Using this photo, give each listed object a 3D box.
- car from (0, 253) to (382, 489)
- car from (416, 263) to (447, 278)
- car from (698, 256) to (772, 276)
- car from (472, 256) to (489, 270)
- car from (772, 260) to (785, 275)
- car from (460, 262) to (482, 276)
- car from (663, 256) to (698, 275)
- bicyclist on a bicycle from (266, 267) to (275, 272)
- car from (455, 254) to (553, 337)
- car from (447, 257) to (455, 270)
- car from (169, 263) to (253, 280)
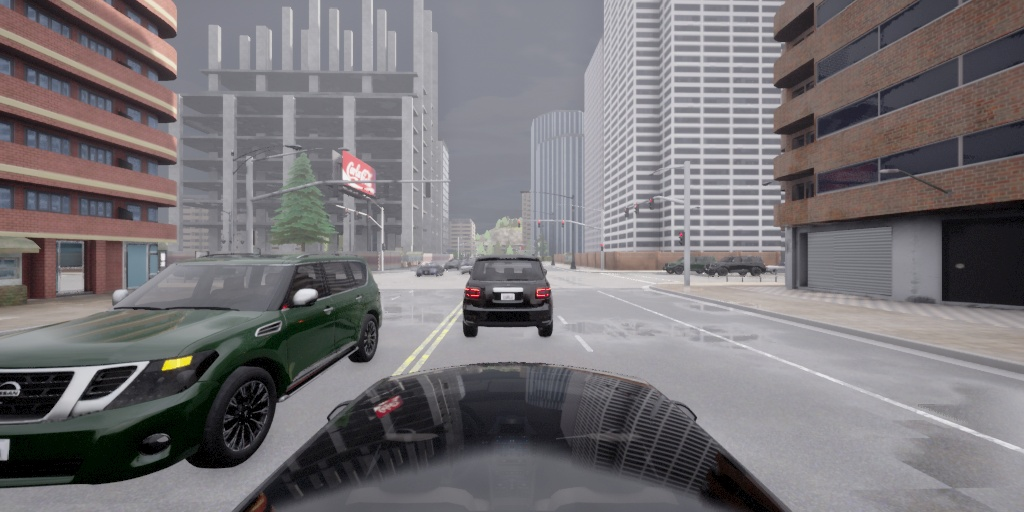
[{"bbox_3d":[-3.674,0.971,5.207,2.150,2.045,5.566,0,0,-2],"label":"car"},{"bbox_3d":[-7.735,1.314,34.133,1.994,1.385,4.181,0,0,-1],"label":"car"},{"bbox_3d":[22.015,0.971,35.561,5.566,2.045,2.150,0,0,-2],"label":"car"},{"bbox_3d":[-4.626,0.969,53.449,2.150,2.045,5.566,0,0,-2],"label":"car"},{"bbox_3d":[29.536,1.351,39.239,4.718,1.301,1.895,0,0,-1],"label":"car"},{"bbox_3d":[-4.319,1.351,38.353,1.895,1.301,4.718,0,0,-1],"label":"car"},{"bbox_3d":[19.406,0.972,38.992,5.566,2.045,2.150,0,0,-1],"label":"car"},{"bbox_3d":[-28.682,1.051,42.559,0.582,1.620,1.656,0,0,-1],"label":"bicyclist on a bicycle"},{"bbox_3d":[-0.116,0.971,10.421,2.150,2.045,5.566,0,0,-1],"label":"car"},{"bbox_3d":[-8.038,1.256,49.486,1.837,1.490,4.892,0,0,-1],"label":"car"},{"bbox_3d":[-25.608,1.297,30.650,5.357,1.411,2.033,0,0,-1],"label":"car"}]
